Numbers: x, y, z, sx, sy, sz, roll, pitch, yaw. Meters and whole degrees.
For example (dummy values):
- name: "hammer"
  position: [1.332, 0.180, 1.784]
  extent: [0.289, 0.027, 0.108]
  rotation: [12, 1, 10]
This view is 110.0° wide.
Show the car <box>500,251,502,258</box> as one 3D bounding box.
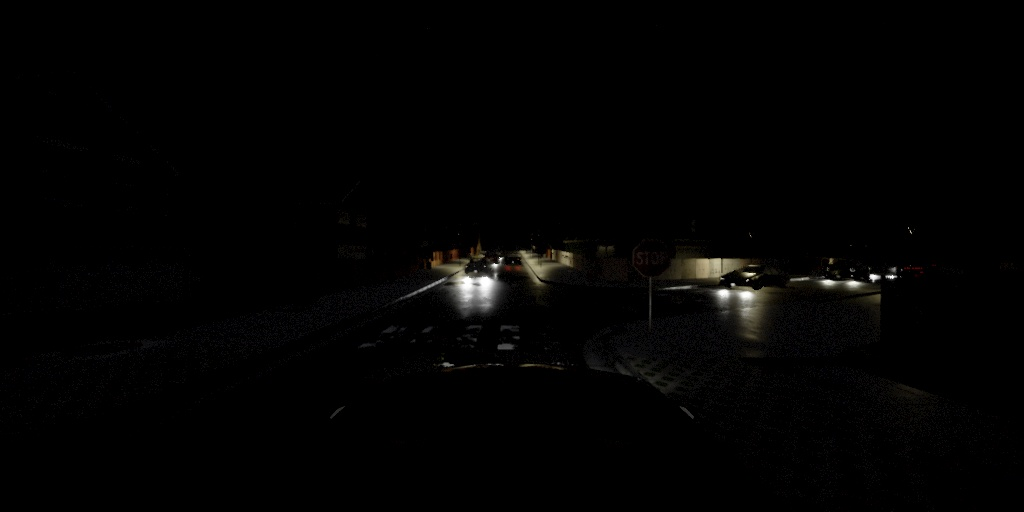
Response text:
- name: "car"
  position: [-2.752, -0.482, 63.876]
  extent: [1.812, 1.442, 4.674]
  rotation: [0, 2, 0]

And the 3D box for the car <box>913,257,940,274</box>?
- name: "car"
  position: [47.970, 1.106, 41.723]
  extent: [5.566, 2.045, 2.150]
  rotation: [0, 0, -40]

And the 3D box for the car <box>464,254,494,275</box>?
- name: "car"
  position: [-2.845, 0.824, 30.201]
  extent: [1.895, 1.301, 4.718]
  rotation: [0, 2, 0]

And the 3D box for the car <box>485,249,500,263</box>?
- name: "car"
  position: [-2.832, 0.159, 46.813]
  extent: [1.812, 1.442, 4.674]
  rotation: [0, 2, 0]

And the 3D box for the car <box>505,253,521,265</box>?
- name: "car"
  position: [0.102, 0.330, 44.124]
  extent: [1.895, 1.301, 4.718]
  rotation: [0, 2, 0]

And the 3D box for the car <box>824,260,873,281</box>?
- name: "car"
  position: [28.889, 1.134, 30.943]
  extent: [4.553, 1.767, 2.097]
  rotation: [0, 0, -34]

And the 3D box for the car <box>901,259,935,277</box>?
- name: "car"
  position: [40.036, 1.350, 35.453]
  extent: [4.892, 1.490, 1.837]
  rotation: [0, 0, -38]

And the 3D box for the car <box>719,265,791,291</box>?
- name: "car"
  position: [14.958, 1.266, 21.951]
  extent: [5.357, 1.411, 2.033]
  rotation: [0, 0, -31]

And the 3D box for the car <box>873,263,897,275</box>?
- name: "car"
  position: [42.624, 1.494, 40.940]
  extent: [4.718, 1.301, 1.895]
  rotation: [0, 0, -38]
